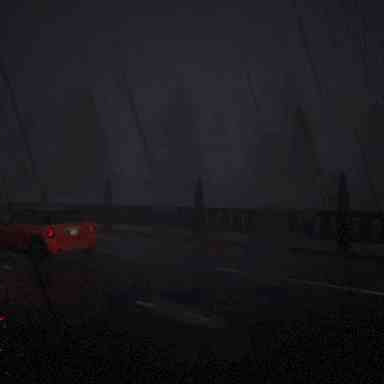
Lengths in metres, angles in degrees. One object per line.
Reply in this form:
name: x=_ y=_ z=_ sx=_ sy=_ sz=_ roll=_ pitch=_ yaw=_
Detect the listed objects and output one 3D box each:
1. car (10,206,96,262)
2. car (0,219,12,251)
car: x=-5.682 y=1.363 z=12.343 sx=4.553 sy=1.767 sz=2.097 roll=0 pitch=0 yaw=35
car: x=-7.157 y=1.516 z=9.099 sx=4.892 sy=1.490 sz=1.837 roll=0 pitch=0 yaw=35
